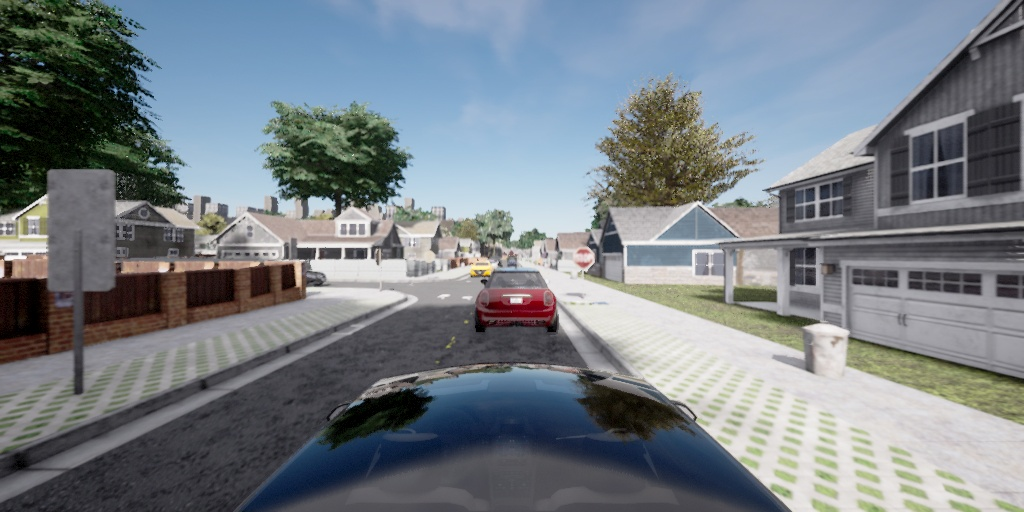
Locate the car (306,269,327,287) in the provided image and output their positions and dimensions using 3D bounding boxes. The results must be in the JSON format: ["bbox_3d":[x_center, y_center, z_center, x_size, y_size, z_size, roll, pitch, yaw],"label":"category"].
[{"bbox_3d":[-13.547,1.105,21.413,4.674,1.442,1.812,1,0,2],"label":"car"}]

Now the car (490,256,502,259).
[{"bbox_3d":[-2.796,0.953,59.511,2.150,2.045,5.566,0,0,1],"label":"car"}]

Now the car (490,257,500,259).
[{"bbox_3d":[-2.827,1.253,46.335,1.812,1.442,4.674,0,0,0],"label":"car"}]

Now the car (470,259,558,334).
[{"bbox_3d":[0.106,1.091,10.784,2.097,1.767,4.553,0,0,0],"label":"car"}]

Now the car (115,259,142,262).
[{"bbox_3d":[-22.893,0.961,21.458,4.902,1.511,2.128,1,0,0],"label":"car"}]
